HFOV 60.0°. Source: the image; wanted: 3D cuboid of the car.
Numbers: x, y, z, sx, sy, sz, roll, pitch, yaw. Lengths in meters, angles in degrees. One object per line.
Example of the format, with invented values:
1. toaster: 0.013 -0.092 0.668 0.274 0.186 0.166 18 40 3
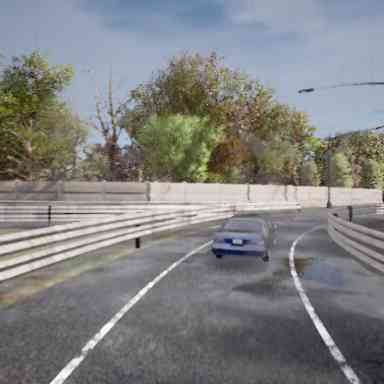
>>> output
1. car: 2.122 1.566 12.529 2.033 1.411 5.357 0 0 17
